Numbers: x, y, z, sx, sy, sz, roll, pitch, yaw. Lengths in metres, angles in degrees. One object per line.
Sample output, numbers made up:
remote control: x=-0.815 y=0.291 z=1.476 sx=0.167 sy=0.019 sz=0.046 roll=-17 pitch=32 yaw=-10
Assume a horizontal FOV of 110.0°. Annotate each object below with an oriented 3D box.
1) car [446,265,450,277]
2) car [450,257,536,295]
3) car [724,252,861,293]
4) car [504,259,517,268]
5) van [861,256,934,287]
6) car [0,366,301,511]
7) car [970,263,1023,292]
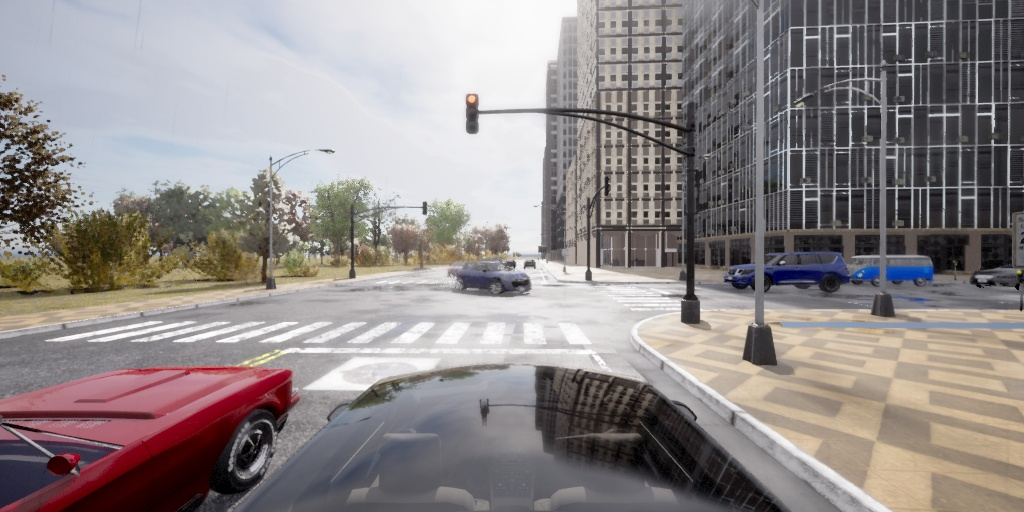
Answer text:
car: x=-5.168 y=1.271 z=35.744 sx=1.812 sy=1.442 sz=4.674 roll=0 pitch=0 yaw=3
car: x=-1.080 y=1.068 z=19.650 sx=2.097 sy=1.767 sz=4.553 roll=0 pitch=0 yaw=-45
car: x=14.382 y=0.810 z=18.926 sx=5.566 sy=2.045 sz=2.150 roll=0 pitch=0 yaw=4
car: x=-0.256 y=1.231 z=59.869 sx=1.882 sy=1.535 sz=5.008 roll=0 pitch=0 yaw=3
van: x=22.094 y=0.856 z=21.120 sx=3.998 sy=1.789 sz=1.690 roll=0 pitch=0 yaw=4
car: x=-3.117 y=1.351 z=1.574 sx=1.895 sy=1.301 sz=4.718 roll=0 pitch=0 yaw=0
car: x=26.420 y=0.982 z=18.100 sx=4.902 sy=1.511 sz=2.128 roll=0 pitch=0 yaw=4
